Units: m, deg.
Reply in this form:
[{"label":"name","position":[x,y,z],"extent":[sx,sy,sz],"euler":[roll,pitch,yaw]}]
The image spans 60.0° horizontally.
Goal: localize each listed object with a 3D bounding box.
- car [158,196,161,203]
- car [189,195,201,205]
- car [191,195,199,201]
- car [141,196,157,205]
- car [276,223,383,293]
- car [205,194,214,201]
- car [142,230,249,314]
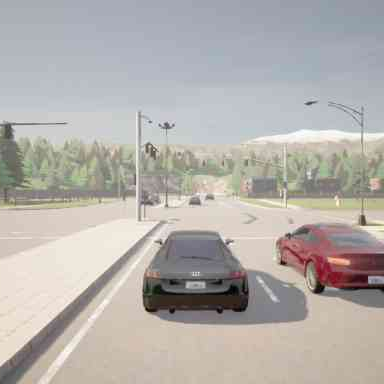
[{"label":"car","position":[-7.394,1.505,66.772],"extent":[1.837,1.490,4.892],"euler":[0,0,1]},{"label":"car","position":[0.491,1.563,56.708],"extent":[1.994,1.385,4.181],"euler":[0,0,1]},{"label":"car","position":[0.835,1.428,82.164],"extent":[1.895,1.301,4.718],"euler":[0,0,1]},{"label":"car","position":[-7.577,1.601,56.336],"extent":[1.895,1.301,4.718],"euler":[0,0,1]},{"label":"car","position":[3.554,1.526,8.708],"extent":[1.812,1.442,4.674],"euler":[0,0,0]},{"label":"car","position":[4.334,1.188,82.059],"extent":[2.097,1.767,4.553],"euler":[0,0,1]},{"label":"car","position":[0.056,1.564,7.704],"extent":[1.994,1.385,4.181],"euler":[0,0,0]}]
